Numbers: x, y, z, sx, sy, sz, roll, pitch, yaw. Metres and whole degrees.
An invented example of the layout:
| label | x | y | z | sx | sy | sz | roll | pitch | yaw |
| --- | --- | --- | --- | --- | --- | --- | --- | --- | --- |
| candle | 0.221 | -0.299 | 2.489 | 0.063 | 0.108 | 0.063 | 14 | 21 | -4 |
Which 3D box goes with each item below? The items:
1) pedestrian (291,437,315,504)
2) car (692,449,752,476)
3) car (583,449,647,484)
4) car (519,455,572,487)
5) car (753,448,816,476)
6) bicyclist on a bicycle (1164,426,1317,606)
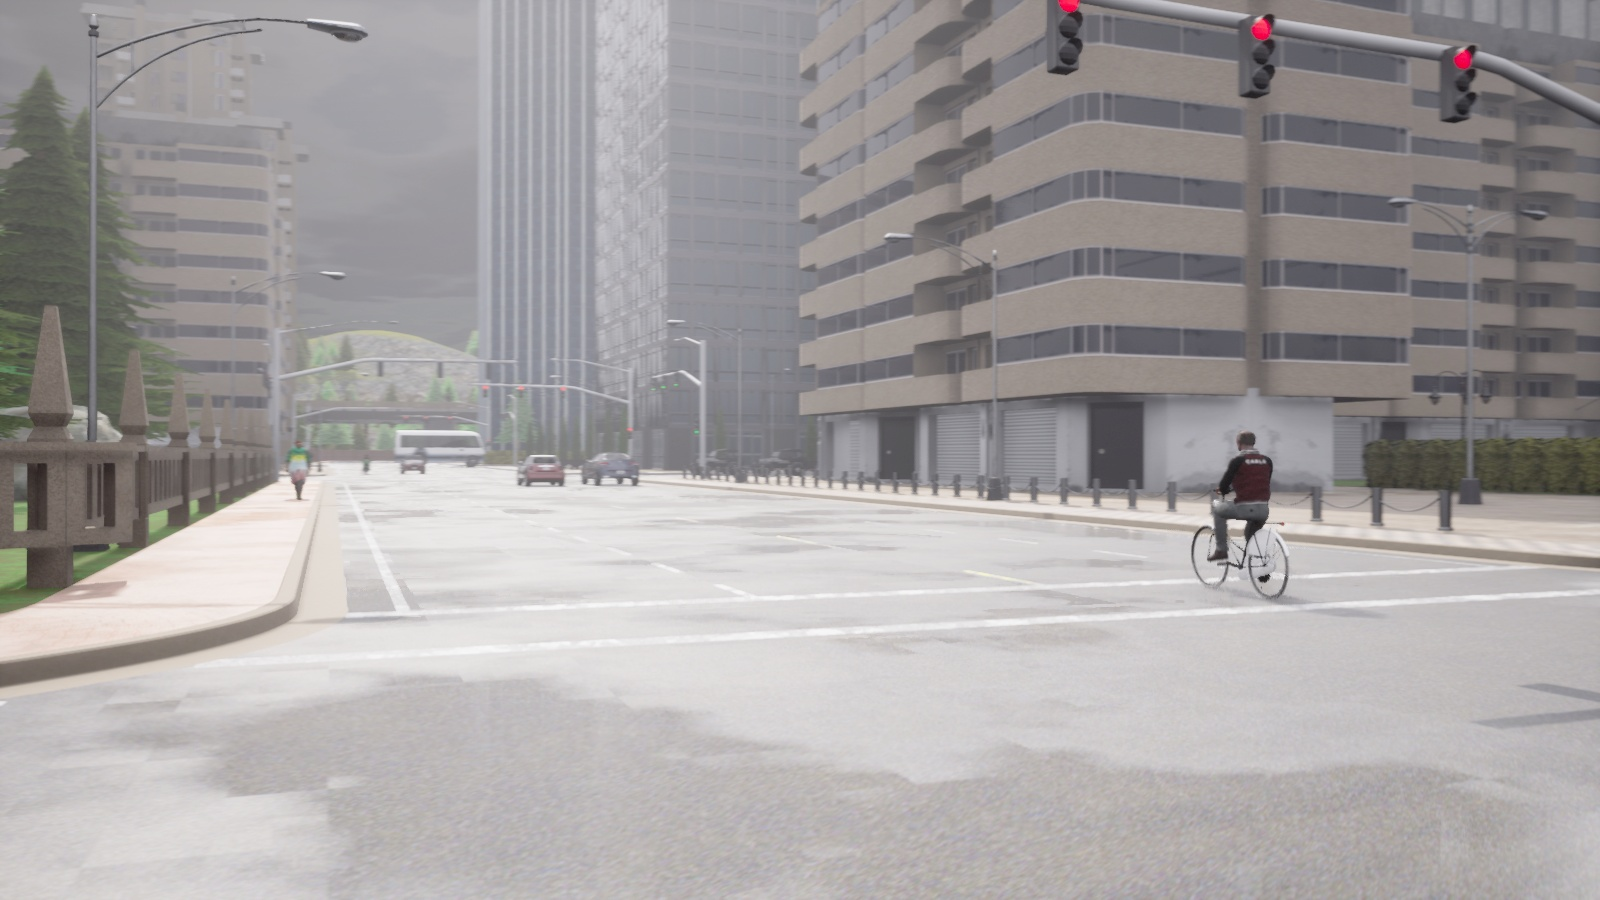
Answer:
| label | x | y | z | sx | sy | sz | roll | pitch | yaw |
| --- | --- | --- | --- | --- | --- | --- | --- | --- | --- |
| pedestrian | -14.691 | 0.602 | 37.134 | 0.659 | 1.952 | 0.873 | 0 | 0 | -21 |
| car | -5.468 | 0.862 | 87.992 | 3.866 | 1.878 | 1.905 | 0 | 0 | -20 |
| car | -9.200 | 0.807 | 62.165 | 2.152 | 1.651 | 5.027 | 0 | 0 | -20 |
| car | -12.287 | 0.996 | 60.421 | 1.970 | 1.475 | 3.806 | 0 | 0 | -20 |
| car | -1.056 | 0.840 | 85.865 | 3.866 | 1.878 | 1.905 | 0 | 0 | -20 |
| bicyclist on a bicycle | 4.670 | 0.656 | 13.447 | 0.659 | 1.776 | 1.843 | -1 | 0 | -12 |
